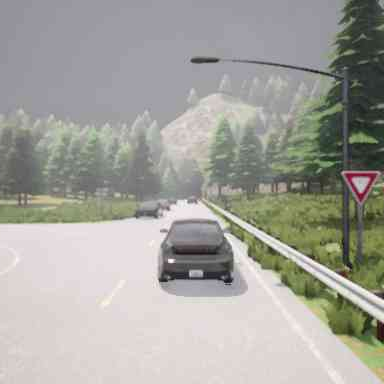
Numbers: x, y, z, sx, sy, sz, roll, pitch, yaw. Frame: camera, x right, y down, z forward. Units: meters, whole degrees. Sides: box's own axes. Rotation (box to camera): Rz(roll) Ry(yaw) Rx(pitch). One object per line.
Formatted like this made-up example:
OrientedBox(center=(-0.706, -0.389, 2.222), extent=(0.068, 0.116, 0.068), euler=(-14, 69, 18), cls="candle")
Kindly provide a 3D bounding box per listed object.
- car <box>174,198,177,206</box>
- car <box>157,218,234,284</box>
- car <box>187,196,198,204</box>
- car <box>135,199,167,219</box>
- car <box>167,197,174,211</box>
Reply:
OrientedBox(center=(-3.583, 1.593, 56.170), extent=(1.994, 1.385, 4.181), euler=(0, 0, 0), cls="car")
OrientedBox(center=(0.094, 1.510, 9.618), extent=(1.837, 1.490, 4.892), euler=(0, 0, 0), cls="car")
OrientedBox(center=(0.097, 1.560, 65.485), extent=(1.812, 1.442, 4.674), euler=(0, 0, 0), cls="car")
OrientedBox(center=(-3.709, 1.493, 29.592), extent=(1.882, 1.535, 5.008), euler=(0, 0, 3), cls="car")
OrientedBox(center=(-3.590, 1.547, 40.466), extent=(1.812, 1.442, 4.674), euler=(0, 0, 0), cls="car")
